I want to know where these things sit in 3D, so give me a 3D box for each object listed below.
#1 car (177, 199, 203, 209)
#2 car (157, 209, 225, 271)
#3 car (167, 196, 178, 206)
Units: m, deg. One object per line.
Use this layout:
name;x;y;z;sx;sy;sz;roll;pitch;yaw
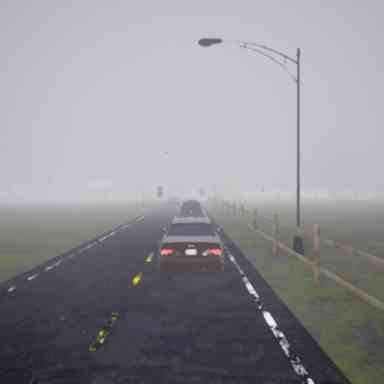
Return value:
car;-0.043;1.400;29.094;1.882;1.535;5.008;0;1;0
car;-0.014;1.517;10.695;2.033;1.411;5.357;0;0;0
car;-2.951;1.417;52.844;2.033;1.411;5.357;0;0;0
